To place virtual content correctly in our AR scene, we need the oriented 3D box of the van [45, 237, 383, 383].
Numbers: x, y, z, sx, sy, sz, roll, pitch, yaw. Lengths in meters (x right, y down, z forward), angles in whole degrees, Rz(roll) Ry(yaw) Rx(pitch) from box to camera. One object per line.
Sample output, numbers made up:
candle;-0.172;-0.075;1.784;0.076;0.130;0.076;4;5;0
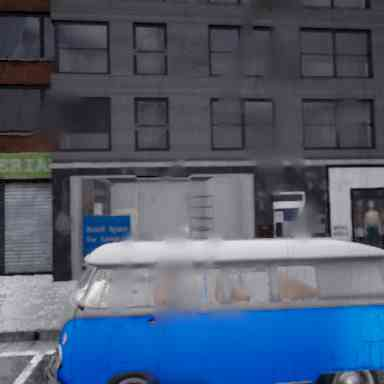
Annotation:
van;0.457;1.496;4.126;3.998;1.788;1.690;-1;-3;-6
